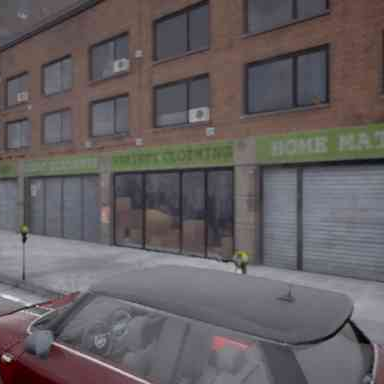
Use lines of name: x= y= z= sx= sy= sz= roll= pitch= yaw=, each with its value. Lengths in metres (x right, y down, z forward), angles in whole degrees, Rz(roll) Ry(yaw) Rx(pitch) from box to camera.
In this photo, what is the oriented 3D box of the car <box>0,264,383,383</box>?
car: x=-0.381 y=1.440 z=3.082 sx=4.097 sy=1.590 sz=1.967 roll=0 pitch=0 yaw=35
